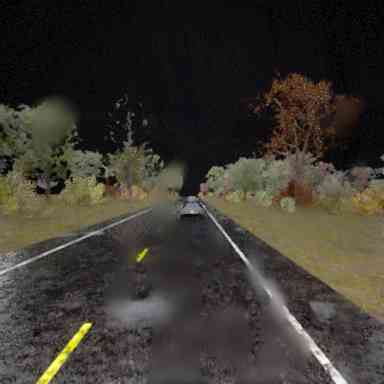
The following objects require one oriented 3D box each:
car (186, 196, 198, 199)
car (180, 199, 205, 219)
[{"bbox_3d":[-0.004,1.438,54.313,2.163,1.488,4.792,0,0,0],"label":"car"},{"bbox_3d":[0.040,1.512,27.975,1.994,1.385,4.181,0,0,1],"label":"car"}]
